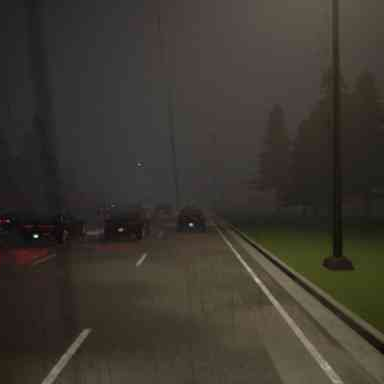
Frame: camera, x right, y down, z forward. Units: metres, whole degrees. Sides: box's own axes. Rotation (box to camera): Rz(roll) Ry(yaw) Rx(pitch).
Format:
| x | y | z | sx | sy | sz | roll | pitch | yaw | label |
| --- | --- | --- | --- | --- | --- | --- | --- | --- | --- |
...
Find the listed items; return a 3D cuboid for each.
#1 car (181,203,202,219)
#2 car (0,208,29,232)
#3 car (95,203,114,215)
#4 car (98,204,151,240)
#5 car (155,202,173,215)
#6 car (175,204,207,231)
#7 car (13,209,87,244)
| x | y | z | sx | sy | sz | roll | pitch | yaw | label |
| --- | --- | --- | --- | --- | --- | --- | --- | --- | --- |
| -0.045 | 1.938 | 35.388 | 2.033 | 1.411 | 5.357 | 0 | -1 | 1 | car |
| -10.454 | 1.769 | 20.460 | 1.837 | 1.490 | 4.892 | 0 | 0 | 0 | car |
| -10.458 | 2.038 | 41.140 | 2.033 | 1.411 | 5.357 | 0 | -1 | 1 | car |
| -3.448 | 1.694 | 18.511 | 1.882 | 1.535 | 5.008 | 0 | 0 | 0 | car |
| -3.457 | 1.967 | 40.709 | 1.837 | 1.490 | 4.892 | 0 | 0 | 0 | car |
| -0.051 | 1.752 | 22.396 | 1.837 | 1.490 | 4.892 | 0 | -1 | 0 | car |
| -6.943 | 1.721 | 17.210 | 1.837 | 1.490 | 4.892 | 0 | 0 | 0 | car |
